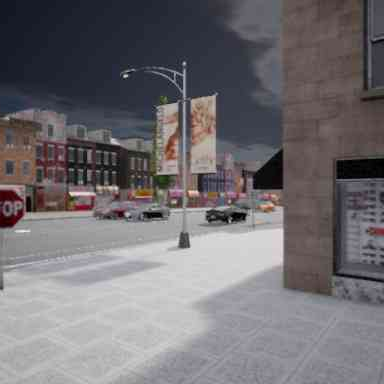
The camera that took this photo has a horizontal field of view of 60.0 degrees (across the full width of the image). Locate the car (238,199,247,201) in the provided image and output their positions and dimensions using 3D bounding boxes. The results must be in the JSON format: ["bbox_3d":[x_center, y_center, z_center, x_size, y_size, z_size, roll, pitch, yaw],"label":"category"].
[{"bbox_3d":[8.372,2.050,52.240,2.150,2.045,5.566,0,-2,36],"label":"car"}]

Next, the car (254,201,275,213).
[{"bbox_3d":[10.722,2.163,49.945,2.097,1.767,4.553,0,-1,35],"label":"car"}]

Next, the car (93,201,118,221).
[{"bbox_3d":[-6.854,1.626,30.672,2.097,1.767,4.553,0,-1,35],"label":"car"}]

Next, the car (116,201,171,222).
[{"bbox_3d":[-3.896,1.775,29.230,2.128,1.511,4.902,0,-1,35],"label":"car"}]

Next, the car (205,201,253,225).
[{"bbox_3d":[3.034,1.810,27.619,1.882,1.535,5.008,0,-1,35],"label":"car"}]
